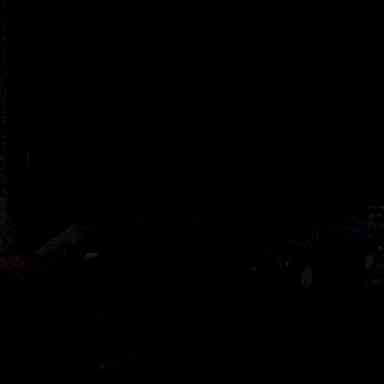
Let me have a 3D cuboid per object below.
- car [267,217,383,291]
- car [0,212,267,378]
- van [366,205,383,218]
[{"bbox_3d":[3.278,1.543,8.991,4.507,1.381,1.887,0,0,-36],"label":"car"},{"bbox_3d":[-1.311,1.315,5.718,5.009,1.841,2.192,0,0,-36],"label":"car"},{"bbox_3d":[7.866,1.338,12.266,3.998,1.788,1.690,0,0,-36],"label":"van"}]
